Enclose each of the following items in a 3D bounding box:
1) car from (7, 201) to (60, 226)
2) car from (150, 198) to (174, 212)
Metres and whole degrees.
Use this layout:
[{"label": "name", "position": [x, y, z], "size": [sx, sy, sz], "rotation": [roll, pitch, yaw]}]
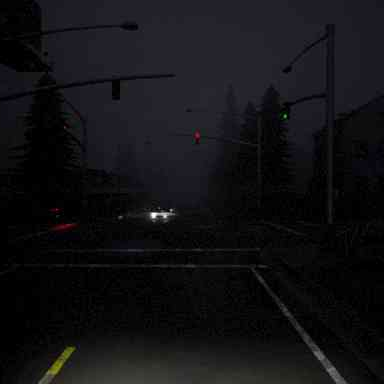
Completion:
[{"label": "car", "position": [-11.092, 1.317, 21.408], "size": [4.902, 1.511, 2.128], "rotation": [1, 0, -1]}, {"label": "car", "position": [-3.517, 1.564, 38.001], "size": [1.994, 1.385, 4.181], "rotation": [0, 0, 0]}]
